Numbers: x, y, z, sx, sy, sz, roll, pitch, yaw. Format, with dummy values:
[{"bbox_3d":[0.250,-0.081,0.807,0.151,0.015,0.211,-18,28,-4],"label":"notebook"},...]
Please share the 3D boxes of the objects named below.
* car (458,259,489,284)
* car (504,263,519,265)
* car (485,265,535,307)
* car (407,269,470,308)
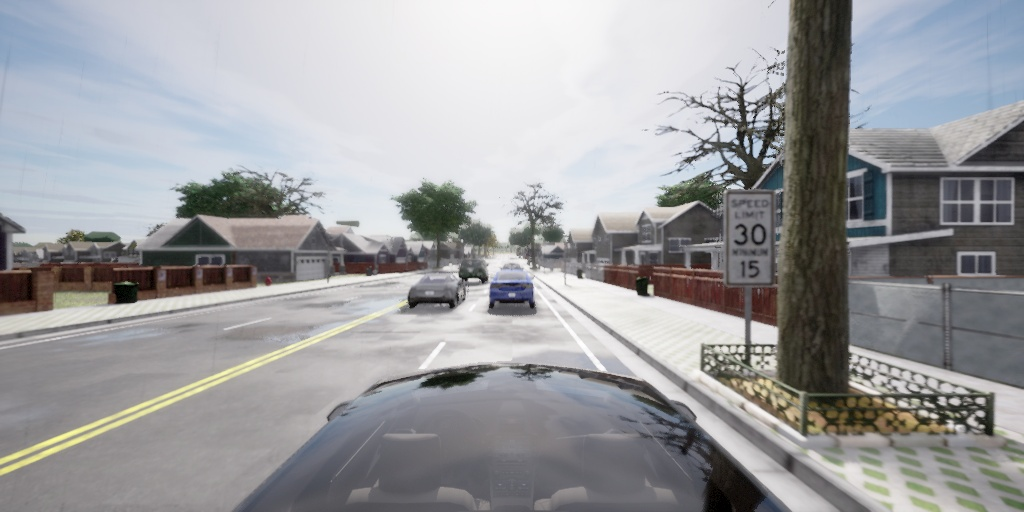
[{"bbox_3d":[-3.259,1.263,30.887,2.150,2.045,5.566,0,0,0],"label":"car"},{"bbox_3d":[-0.008,1.397,30.922,2.097,1.767,4.553,0,-1,0],"label":"car"},{"bbox_3d":[0.000,1.368,16.321,1.882,1.535,5.008,0,0,0],"label":"car"},{"bbox_3d":[-3.250,1.453,16.158,1.994,1.385,4.181,0,-1,0],"label":"car"}]
